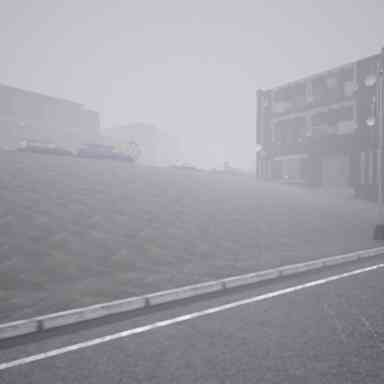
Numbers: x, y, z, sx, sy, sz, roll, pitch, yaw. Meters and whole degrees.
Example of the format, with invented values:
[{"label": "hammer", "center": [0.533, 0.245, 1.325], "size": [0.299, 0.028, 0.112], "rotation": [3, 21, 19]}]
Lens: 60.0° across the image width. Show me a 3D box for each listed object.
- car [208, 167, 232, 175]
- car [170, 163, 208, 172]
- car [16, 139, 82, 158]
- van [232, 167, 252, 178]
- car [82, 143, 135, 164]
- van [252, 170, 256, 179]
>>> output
[{"label": "car", "center": [2.861, -2.522, 43.877], "size": [2.002, 1.452, 4.674], "rotation": [0, -2, 40]}, {"label": "car", "center": [-0.699, -2.725, 39.633], "size": [2.002, 1.452, 4.674], "rotation": [0, -2, 41]}, {"label": "car", "center": [-11.899, -3.367, 27.324], "size": [2.185, 1.767, 4.553], "rotation": [0, -1, 45]}, {"label": "van", "center": [6.445, -2.558, 48.280], "size": [1.878, 1.987, 4.442], "rotation": [0, -2, 39]}, {"label": "car", "center": [-8.027, -3.354, 31.386], "size": [2.435, 2.045, 5.566], "rotation": [0, -1, 44]}, {"label": "van", "center": [9.828, -2.312, 52.659], "size": [1.878, 1.987, 4.442], "rotation": [0, -2, 38]}]
